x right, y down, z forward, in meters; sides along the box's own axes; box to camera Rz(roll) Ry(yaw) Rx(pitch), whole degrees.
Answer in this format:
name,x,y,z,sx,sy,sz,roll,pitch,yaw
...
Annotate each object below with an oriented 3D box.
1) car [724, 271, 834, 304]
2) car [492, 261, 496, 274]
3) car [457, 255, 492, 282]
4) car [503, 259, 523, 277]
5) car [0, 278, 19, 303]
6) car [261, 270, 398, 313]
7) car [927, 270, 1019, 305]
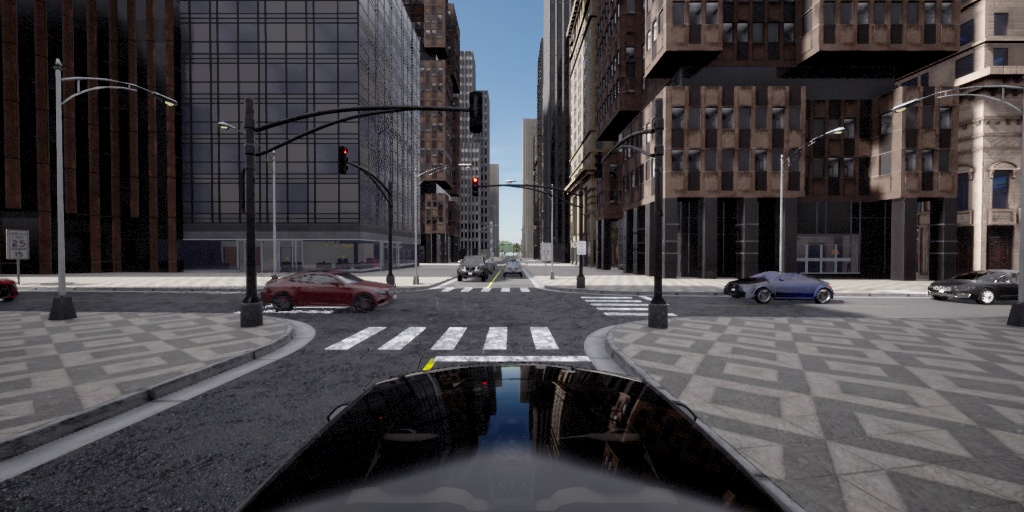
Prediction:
name,x,y,z,sx,sy,sz,roll,pitch,yaw
car,12.225,1.389,16.585,4.181,1.385,1.994,0,1,0
car,-3.115,1.291,39.575,1.994,1.385,4.181,0,0,0
car,-3.117,0.957,29.549,2.150,2.045,5.566,0,0,0
car,0.087,1.278,35.919,2.033,1.411,5.357,0,0,0
car,-21.625,1.082,13.301,5.008,1.535,1.882,0,1,0
car,-6.690,1.251,13.340,4.674,1.442,1.812,0,1,0
car,22.306,1.405,16.609,4.892,1.490,1.837,0,1,0
